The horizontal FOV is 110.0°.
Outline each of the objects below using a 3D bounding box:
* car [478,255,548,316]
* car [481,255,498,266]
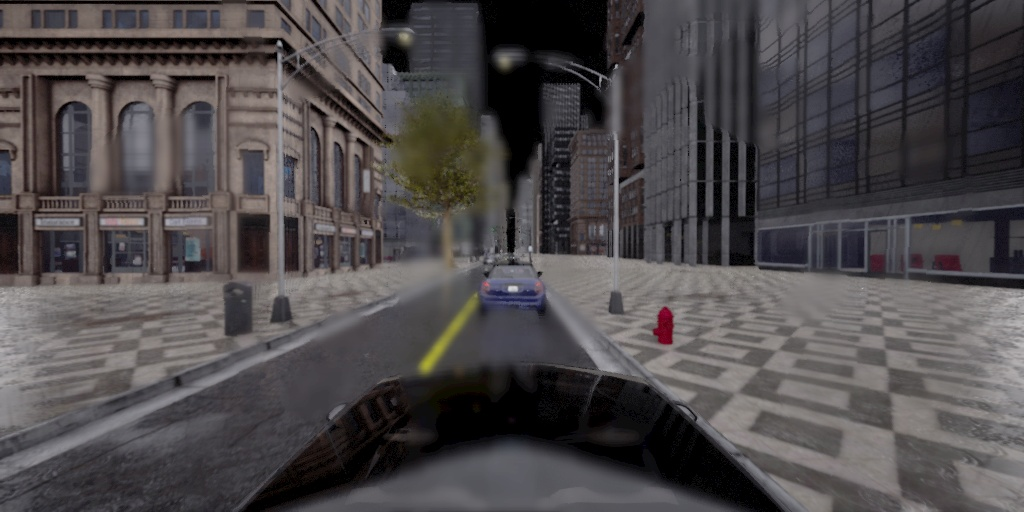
[{"bbox_3d":[0.046,0.946,12.613,2.097,1.767,4.553,0,1,0],"label":"car"},{"bbox_3d":[-3.130,0.567,51.760,2.128,1.511,4.902,0,1,0],"label":"car"}]
